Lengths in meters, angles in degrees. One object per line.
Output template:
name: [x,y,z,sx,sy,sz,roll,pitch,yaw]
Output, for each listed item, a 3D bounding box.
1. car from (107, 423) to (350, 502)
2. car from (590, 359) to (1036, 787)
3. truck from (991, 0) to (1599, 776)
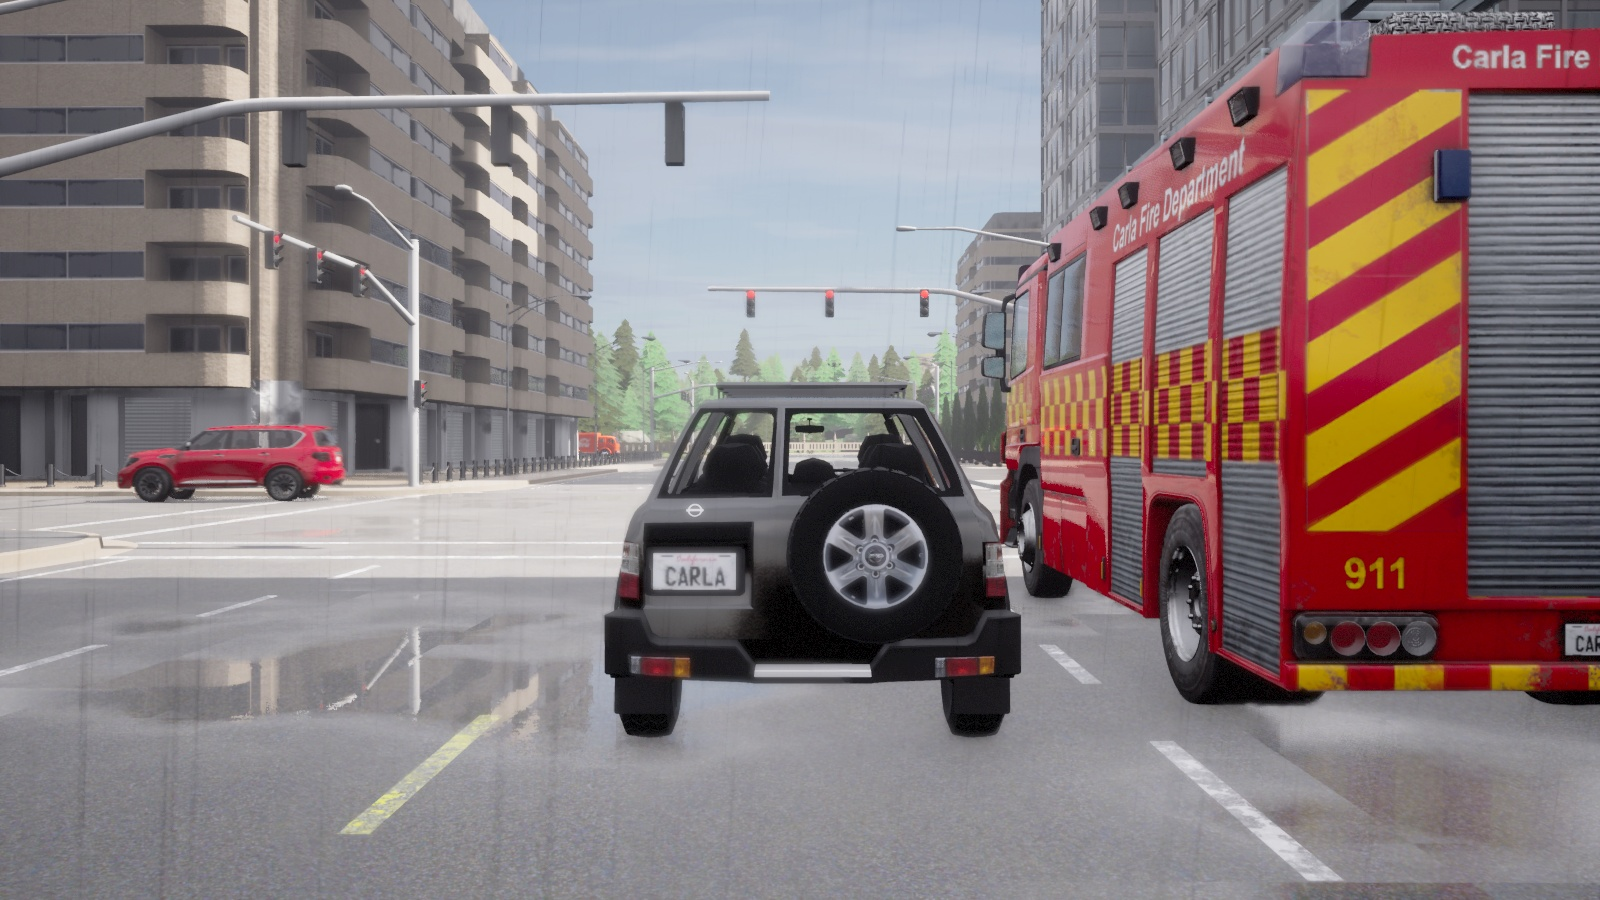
car: [-15.263,0.319,33.841,5.566,2.045,2.150,0,0,-7]
car: [0.061,0.520,7.741,1.932,1.855,4.605,0,0,0]
truck: [3.573,-0.471,9.880,2.891,3.827,8.468,0,0,0]
